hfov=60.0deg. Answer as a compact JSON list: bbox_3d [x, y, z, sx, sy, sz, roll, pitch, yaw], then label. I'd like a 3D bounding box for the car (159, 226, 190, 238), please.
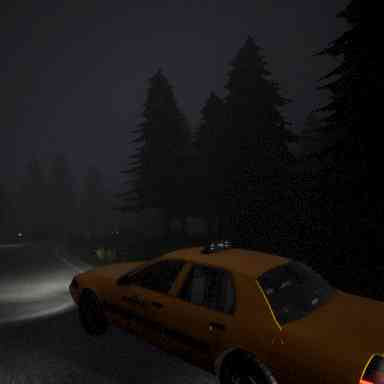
[{"bbox_3d":[-2.327,5.543,46.258,1.882,1.535,5.008,-5,-8,30],"label":"car"}]

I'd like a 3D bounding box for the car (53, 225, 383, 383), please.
[{"bbox_3d":[0.144,1.441,4.732,5.366,1.575,1.801,0,1,43],"label":"car"}]

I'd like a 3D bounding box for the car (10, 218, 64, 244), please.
[{"bbox_3d":[-12.759,3.222,28.081,2.150,2.045,5.566,-4,-7,7],"label":"car"}]

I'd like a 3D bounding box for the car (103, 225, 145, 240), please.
[{"bbox_3d":[-7.443,4.510,36.948,2.033,1.411,5.357,-4,-8,20],"label":"car"}]
